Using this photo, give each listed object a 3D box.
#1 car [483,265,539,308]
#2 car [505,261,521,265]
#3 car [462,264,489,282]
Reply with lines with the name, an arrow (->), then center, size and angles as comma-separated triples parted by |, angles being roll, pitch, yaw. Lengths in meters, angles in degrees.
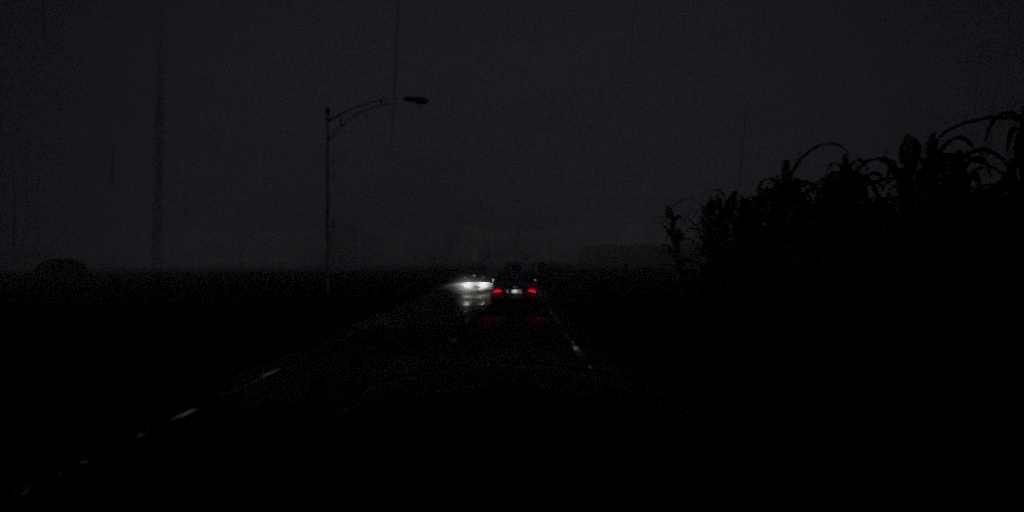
car -> 0.101, 1.289, 15.113 | 2.033, 1.411, 5.357 | 0, 0, 0
car -> 0.102, 1.240, 34.604 | 1.837, 1.490, 4.892 | 0, 0, 0
car -> -2.826, 1.300, 28.909 | 1.994, 1.385, 4.181 | 0, 0, 0
